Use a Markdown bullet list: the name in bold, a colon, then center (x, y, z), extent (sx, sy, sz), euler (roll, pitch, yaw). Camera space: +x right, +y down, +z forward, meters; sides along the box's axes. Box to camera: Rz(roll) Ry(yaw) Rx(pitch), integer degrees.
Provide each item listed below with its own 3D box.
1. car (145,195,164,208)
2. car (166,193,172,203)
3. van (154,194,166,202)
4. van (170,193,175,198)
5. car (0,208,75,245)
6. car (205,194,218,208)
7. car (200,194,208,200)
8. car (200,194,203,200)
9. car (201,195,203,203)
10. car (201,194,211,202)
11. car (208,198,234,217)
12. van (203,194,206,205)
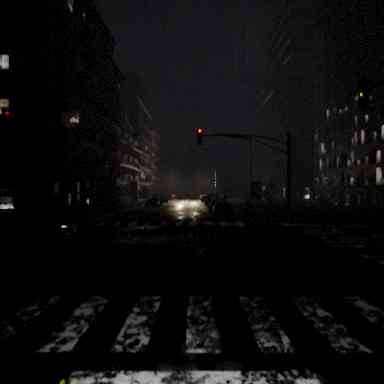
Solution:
- **car**: center (-5.534, 1.483, 47.240), extent (1.947, 1.339, 4.313), euler (-1, 0, 0)
- **car**: center (-5.474, 1.419, 64.178), extent (1.887, 1.381, 4.507), euler (-1, 0, 0)
- **van**: center (-5.518, 1.245, 52.886), extent (1.690, 1.788, 3.998), euler (-1, 0, 0)
- **van**: center (-5.436, 1.182, 75.471), extent (1.690, 1.788, 3.998), euler (-1, 0, 0)
- **car**: center (-7.659, 1.468, 14.350), extent (4.902, 1.511, 2.128), euler (0, 1, -16)
- **car**: center (2.771, 1.381, 35.951), extent (1.967, 1.590, 4.097), euler (-1, 0, 0)
- **car**: center (2.990, 1.244, 86.764), extent (1.967, 1.590, 4.097), euler (-1, 0, 0)
- **car**: center (2.872, 1.314, 64.180), extent (1.967, 1.590, 4.097), euler (-1, 0, 0)
- **car**: center (2.833, 1.448, 52.889), extent (1.887, 1.381, 4.507), euler (-1, 0, 0)
- **car**: center (2.898, 1.298, 69.826), extent (1.967, 1.590, 4.097), euler (-1, 0, 0)
- **car**: center (2.752, 1.498, 30.306), extent (1.887, 1.381, 4.507), euler (-1, 0, 0)
- **van**: center (2.810, 1.258, 47.243), extent (1.690, 1.788, 3.998), euler (-1, 0, 0)
